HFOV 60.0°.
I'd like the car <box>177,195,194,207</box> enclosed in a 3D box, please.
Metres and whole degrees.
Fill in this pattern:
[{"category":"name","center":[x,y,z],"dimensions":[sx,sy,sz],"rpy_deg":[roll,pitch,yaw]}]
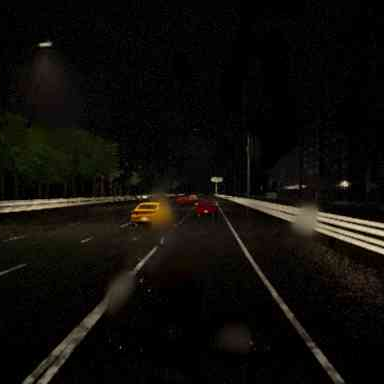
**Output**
[{"category":"car","center":[-1.190,1.463,51.907],"dimensions":[1.882,1.535,5.008],"rpy_deg":[0,0,3]}]

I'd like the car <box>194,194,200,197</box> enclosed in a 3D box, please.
[{"category":"car","center":[0.253,1.515,81.918],"dimensions":[1.882,1.535,5.008],"rpy_deg":[0,0,3]}]

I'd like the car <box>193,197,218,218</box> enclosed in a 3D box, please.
[{"category":"car","center":[1.325,1.483,30.677],"dimensions":[1.882,1.535,5.008],"rpy_deg":[0,0,3]}]

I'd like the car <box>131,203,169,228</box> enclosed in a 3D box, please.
[{"category":"car","center":[-2.704,1.454,22.295],"dimensions":[1.882,1.535,5.008],"rpy_deg":[0,0,3]}]
